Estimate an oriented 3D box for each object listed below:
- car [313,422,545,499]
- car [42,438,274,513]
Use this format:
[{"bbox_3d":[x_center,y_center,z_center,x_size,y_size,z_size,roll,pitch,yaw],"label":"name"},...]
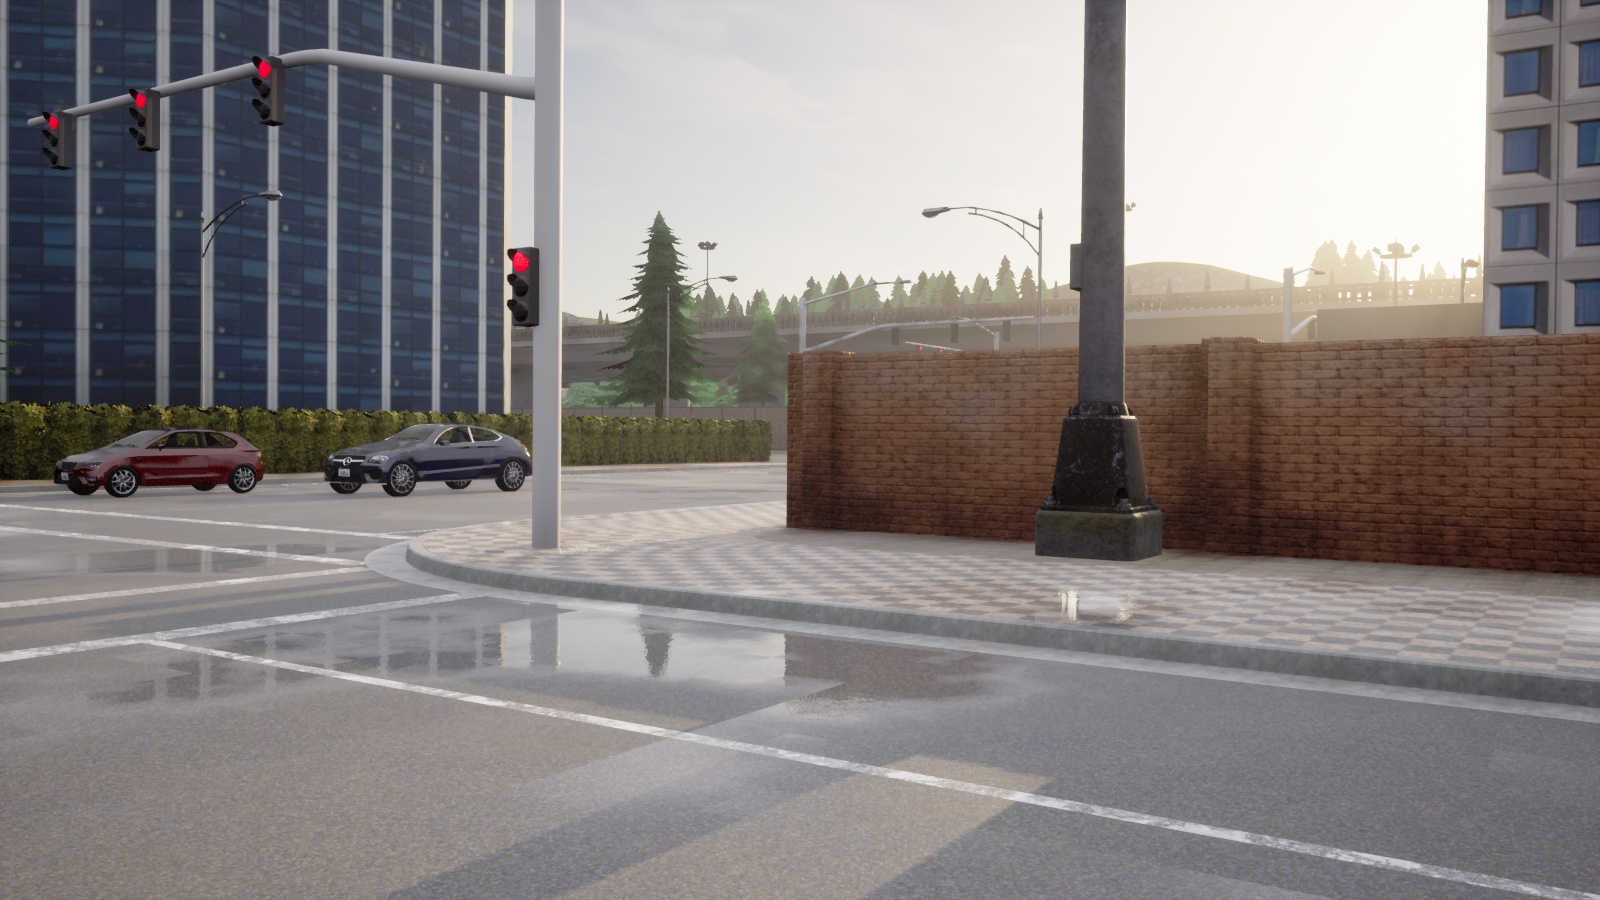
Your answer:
[{"bbox_3d":[-8.596,0.184,29.564,2.152,1.651,5.027,0,1,33],"label":"car"},{"bbox_3d":[-14.023,0.494,27.653,1.816,1.474,4.193,0,1,33],"label":"car"}]
